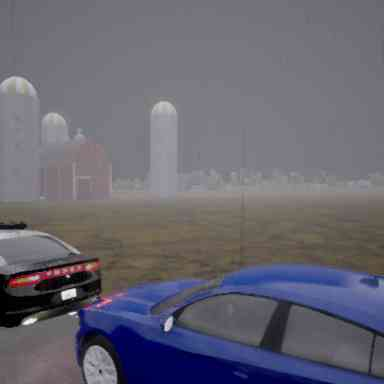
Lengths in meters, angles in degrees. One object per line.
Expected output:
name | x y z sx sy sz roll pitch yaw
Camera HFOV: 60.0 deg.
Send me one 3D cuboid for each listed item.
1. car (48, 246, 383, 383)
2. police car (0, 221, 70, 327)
car | 0.858 1.499 3.342 5.008 1.535 1.882 0 0 36
police car | -4.095 1.460 6.920 5.238 1.638 1.930 0 0 36
